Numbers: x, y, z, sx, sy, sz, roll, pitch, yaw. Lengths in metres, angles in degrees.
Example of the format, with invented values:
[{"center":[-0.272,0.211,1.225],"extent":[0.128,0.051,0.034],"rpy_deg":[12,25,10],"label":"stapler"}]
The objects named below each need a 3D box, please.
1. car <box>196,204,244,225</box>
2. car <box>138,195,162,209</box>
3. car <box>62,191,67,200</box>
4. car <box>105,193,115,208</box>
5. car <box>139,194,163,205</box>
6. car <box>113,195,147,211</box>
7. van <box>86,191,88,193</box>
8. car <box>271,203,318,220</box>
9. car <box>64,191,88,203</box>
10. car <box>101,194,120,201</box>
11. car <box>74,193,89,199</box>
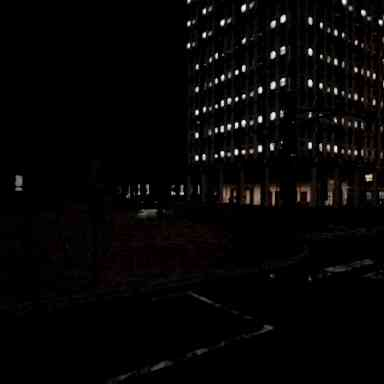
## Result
[{"center":[1.846,1.521,23.179],"extent":[1.802,1.307,4.206],"rpy_deg":[1,0,-32],"label":"car"},{"center":[-5.994,1.106,40.414],"extent":[2.097,1.767,4.553],"rpy_deg":[0,0,-33],"label":"car"},{"center":[-22.511,0.978,60.008],"extent":[1.752,1.417,4.829],"rpy_deg":[1,0,-36],"label":"car"},{"center":[-9.904,1.228,41.692],"extent":[1.752,1.417,4.829],"rpy_deg":[1,0,-33],"label":"car"},{"center":[-6.288,1.128,51.014],"extent":[1.967,1.590,4.097],"rpy_deg":[1,0,-34],"label":"car"},{"center":[-6.979,1.343,37.180],"extent":[1.802,1.307,4.206],"rpy_deg":[1,0,-32],"label":"car"},{"center":[-22.412,0.719,73.389],"extent":[1.690,1.788,3.998],"rpy_deg":[1,0,-37],"label":"van"},{"center":[8.488,1.564,27.838],"extent":[1.802,1.307,4.206],"rpy_deg":[1,0,-32],"label":"car"},{"center":[-19.379,1.059,55.621],"extent":[1.887,1.381,4.507],"rpy_deg":[1,0,-35],"label":"car"},{"center":[-15.864,1.069,64.510],"extent":[1.947,1.339,4.313],"rpy_deg":[1,0,-36],"label":"car"},{"center":[-25.773,0.859,77.778],"extent":[1.887,1.381,4.507],"rpy_deg":[1,0,-38],"label":"car"}]
